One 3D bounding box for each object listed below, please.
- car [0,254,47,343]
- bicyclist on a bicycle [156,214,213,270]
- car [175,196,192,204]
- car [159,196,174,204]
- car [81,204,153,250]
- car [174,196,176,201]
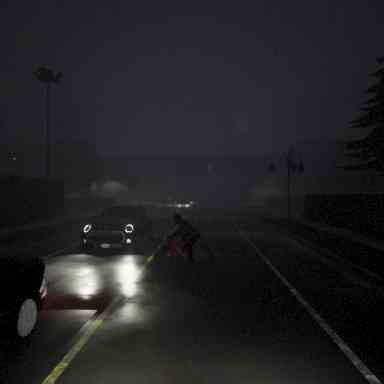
[{"bbox_3d":[-3.506,1.478,3.678,1.882,1.535,5.008,0,0,3],"label":"car"},{"bbox_3d":[-0.240,1.455,9.549,1.656,1.620,0.582,-2,0,3],"label":"bicyclist on a bicycle"},{"bbox_3d":[-1.533,1.617,62.340,1.895,1.301,4.718,0,0,3],"label":"car"},{"bbox_3d":[-5.013,1.494,62.796,1.882,1.535,5.008,0,0,3],"label":"car"},{"bbox_3d":[-3.019,1.352,14.226,2.097,1.767,4.553,0,0,3],"label":"car"},{"bbox_3d":[-4.278,1.569,78.087,1.994,1.385,4.181,0,0,3],"label":"car"}]
